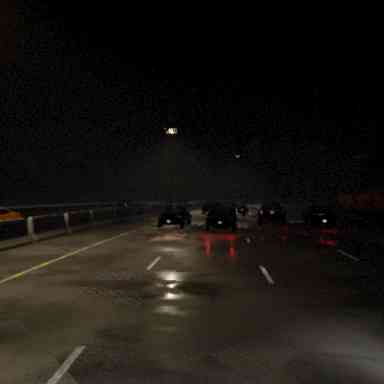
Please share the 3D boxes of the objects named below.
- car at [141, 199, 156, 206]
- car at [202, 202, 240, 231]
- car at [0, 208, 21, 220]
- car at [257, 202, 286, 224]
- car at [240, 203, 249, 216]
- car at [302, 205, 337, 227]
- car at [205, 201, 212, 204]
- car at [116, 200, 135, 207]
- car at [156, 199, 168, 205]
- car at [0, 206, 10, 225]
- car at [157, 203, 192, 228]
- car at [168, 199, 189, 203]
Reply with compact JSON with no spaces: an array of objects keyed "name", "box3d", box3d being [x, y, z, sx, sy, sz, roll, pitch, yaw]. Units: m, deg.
[{"name":"car","box3d":[-8.031,2.174,64.261,1.812,1.442,4.674,0,-1,22]},{"name":"car","box3d":[2.072,1.715,22.504,1.882,1.535,5.008,0,-1,9]},{"name":"car","box3d":[-12.600,1.664,20.249,1.882,1.535,5.008,0,-1,8]},{"name":"car","box3d":[6.587,1.652,27.801,2.097,1.767,4.553,0,-1,11]},{"name":"car","box3d":[5.424,1.953,38.283,2.033,1.411,5.357,0,-1,15]},{"name":"car","box3d":[9.691,1.787,25.534,1.837,1.490,4.892,0,-1,11]},{"name":"car","box3d":[2.580,1.905,40.915,1.882,1.535,5.008,0,0,16]},{"name":"car","box3d":[-12.541,2.185,62.422,1.994,1.385,4.181,0,-1,21]},{"name":"car","box3d":[-4.392,2.147,63.943,2.128,1.511,4.902,0,-1,23]},{"name":"car","box3d":[-15.566,1.785,24.086,1.994,1.385,4.181,0,-1,9]},{"name":"car","box3d":[-1.192,1.774,24.210,1.812,1.442,4.674,0,0,9]},{"name":"car","box3d":[-2.076,2.124,60.385,1.837,1.490,4.892,0,-1,22]}]
